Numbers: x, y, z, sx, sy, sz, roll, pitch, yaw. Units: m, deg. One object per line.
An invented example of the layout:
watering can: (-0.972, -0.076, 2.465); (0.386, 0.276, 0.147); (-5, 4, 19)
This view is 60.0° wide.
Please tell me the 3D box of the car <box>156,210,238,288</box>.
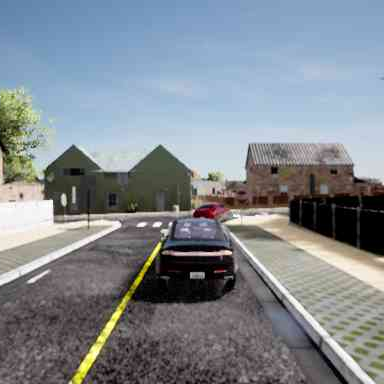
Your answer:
car: (0.109, 1.482, 9.220); (2.128, 1.511, 4.902); (0, 0, 0)

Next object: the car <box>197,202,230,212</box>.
car: (1.464, 1.469, 23.783); (1.812, 1.442, 4.674); (-2, 1, 19)
